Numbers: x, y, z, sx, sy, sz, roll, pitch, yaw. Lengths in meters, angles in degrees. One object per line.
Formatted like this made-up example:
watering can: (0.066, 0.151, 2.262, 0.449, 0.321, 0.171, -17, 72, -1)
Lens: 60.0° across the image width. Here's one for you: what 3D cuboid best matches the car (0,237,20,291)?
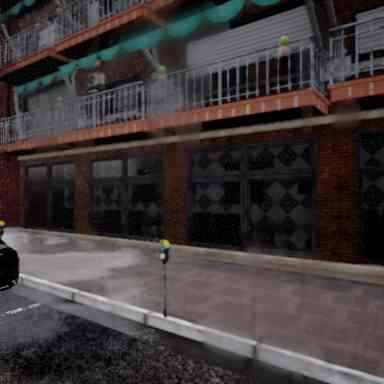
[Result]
car: (-5.813, 1.444, 7.580, 4.892, 1.490, 1.837, 0, 0, 35)
